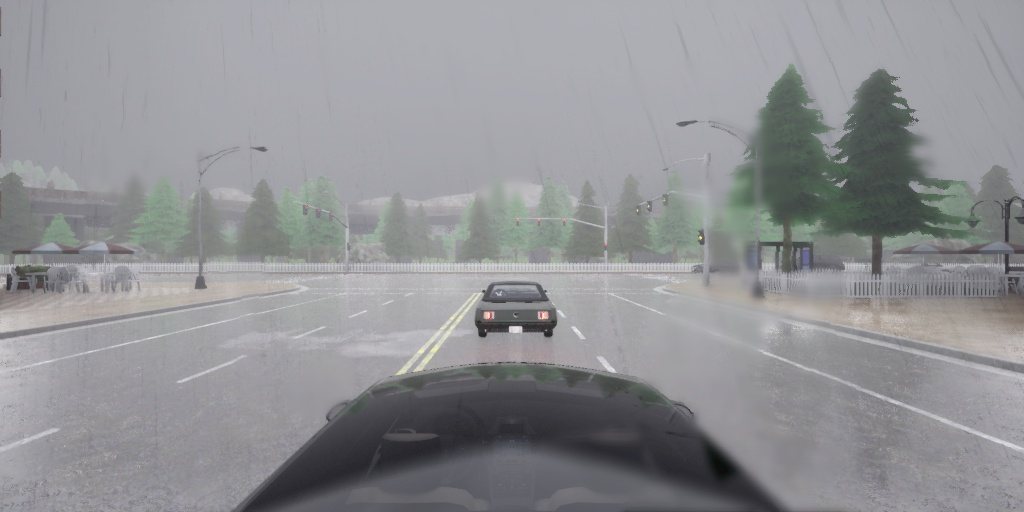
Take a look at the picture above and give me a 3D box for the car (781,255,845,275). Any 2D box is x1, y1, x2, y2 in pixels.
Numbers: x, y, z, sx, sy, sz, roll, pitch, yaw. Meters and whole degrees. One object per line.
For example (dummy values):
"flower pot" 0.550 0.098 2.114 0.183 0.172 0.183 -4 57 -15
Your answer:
"car" 31.523 0.916 37.585 5.566 2.045 2.150 0 0 1

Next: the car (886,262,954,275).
"car" 41.808 1.295 36.746 4.718 1.301 1.895 0 0 10

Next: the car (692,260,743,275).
"car" 21.489 1.186 37.649 4.902 1.511 2.128 0 0 0

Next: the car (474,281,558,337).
"car" 0.074 1.351 10.216 1.895 1.301 4.718 0 0 0
